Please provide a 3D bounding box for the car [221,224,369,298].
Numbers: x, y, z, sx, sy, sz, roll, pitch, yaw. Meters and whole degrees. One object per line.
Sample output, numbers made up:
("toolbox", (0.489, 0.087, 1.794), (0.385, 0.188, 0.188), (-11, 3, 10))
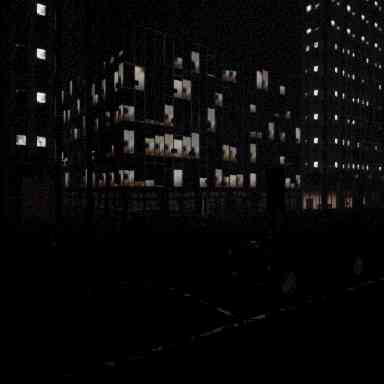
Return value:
("car", (2.756, 1.545, 8.530), (4.507, 1.381, 1.887), (0, 0, -36))
